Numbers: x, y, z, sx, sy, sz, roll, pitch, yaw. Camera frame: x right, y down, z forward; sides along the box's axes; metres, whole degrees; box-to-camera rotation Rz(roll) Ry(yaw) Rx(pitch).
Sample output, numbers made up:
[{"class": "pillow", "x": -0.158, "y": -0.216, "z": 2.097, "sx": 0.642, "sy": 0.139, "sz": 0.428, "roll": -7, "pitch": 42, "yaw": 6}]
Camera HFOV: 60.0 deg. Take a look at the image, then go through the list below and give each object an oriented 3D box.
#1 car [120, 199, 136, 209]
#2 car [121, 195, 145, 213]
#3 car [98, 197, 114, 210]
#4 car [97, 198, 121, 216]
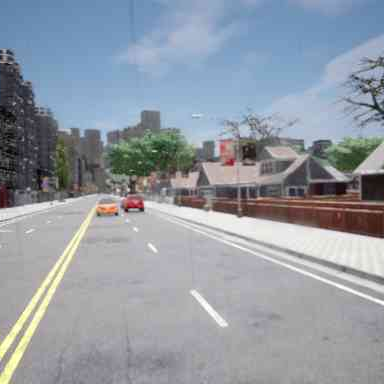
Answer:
[{"class": "car", "x": -9.890, "y": 1.770, "z": 50.876, "sx": 2.033, "sy": 1.411, "sz": 5.357, "roll": -2, "pitch": 0, "yaw": -15}, {"class": "car", "x": -7.137, "y": 1.381, "z": 40.807, "sx": 2.150, "sy": 2.045, "sz": 5.566, "roll": -2, "pitch": 0, "yaw": -15}, {"class": "car", "x": -12.517, "y": 1.651, "z": 48.457, "sx": 2.097, "sy": 1.767, "sz": 4.553, "roll": -2, "pitch": 0, "yaw": -15}, {"class": "car", "x": -9.033, "y": 1.572, "z": 35.435, "sx": 2.097, "sy": 1.767, "sz": 4.553, "roll": -2, "pitch": 0, "yaw": -16}]
